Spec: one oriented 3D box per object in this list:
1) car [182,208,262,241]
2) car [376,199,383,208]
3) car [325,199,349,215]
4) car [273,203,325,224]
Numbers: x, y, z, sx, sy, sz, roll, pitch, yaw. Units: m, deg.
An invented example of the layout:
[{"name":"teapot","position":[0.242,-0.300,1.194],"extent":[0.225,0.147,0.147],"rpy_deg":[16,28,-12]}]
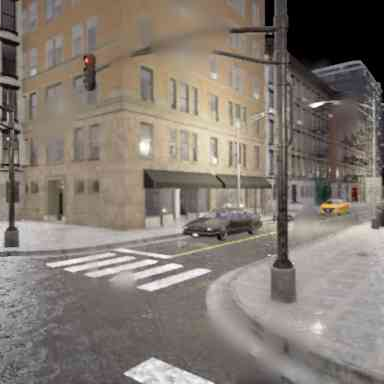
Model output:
[{"name":"car","position":[1.778,1.578,17.365],"extent":[2.033,1.411,5.357],"rpy_deg":[0,0,38]},{"name":"car","position":[23.250,1.526,40.217],"extent":[2.033,1.411,5.357],"rpy_deg":[0,0,37]},{"name":"car","position":[14.511,1.484,33.750],"extent":[1.882,1.535,5.008],"rpy_deg":[0,0,38]},{"name":"car","position":[8.137,1.567,25.552],"extent":[2.033,1.411,5.357],"rpy_deg":[0,0,38]}]
